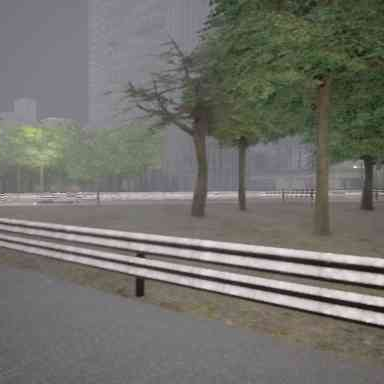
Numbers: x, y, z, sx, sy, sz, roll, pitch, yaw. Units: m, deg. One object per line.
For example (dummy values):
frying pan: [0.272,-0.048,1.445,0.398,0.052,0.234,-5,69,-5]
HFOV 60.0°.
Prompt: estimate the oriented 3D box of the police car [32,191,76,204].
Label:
police car: [-16.770,0.727,40.555,4.974,1.542,2.038,0,0,-1]
